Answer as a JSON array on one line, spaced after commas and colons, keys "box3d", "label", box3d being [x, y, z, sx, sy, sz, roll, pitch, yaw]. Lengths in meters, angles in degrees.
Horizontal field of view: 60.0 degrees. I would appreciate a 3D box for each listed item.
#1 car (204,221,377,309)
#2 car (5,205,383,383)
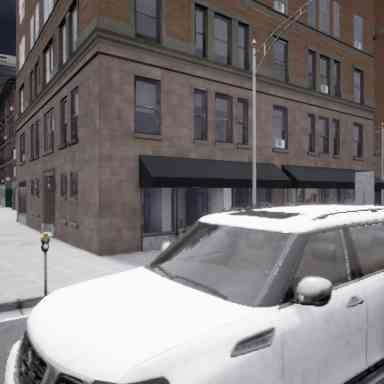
[{"box3d": [2.599, 1.566, 8.382, 4.313, 1.339, 1.947, 0, 0, -35], "label": "car"}, {"box3d": [0.976, 1.220, 3.949, 5.566, 2.045, 2.150, 0, 0, -35], "label": "car"}]
